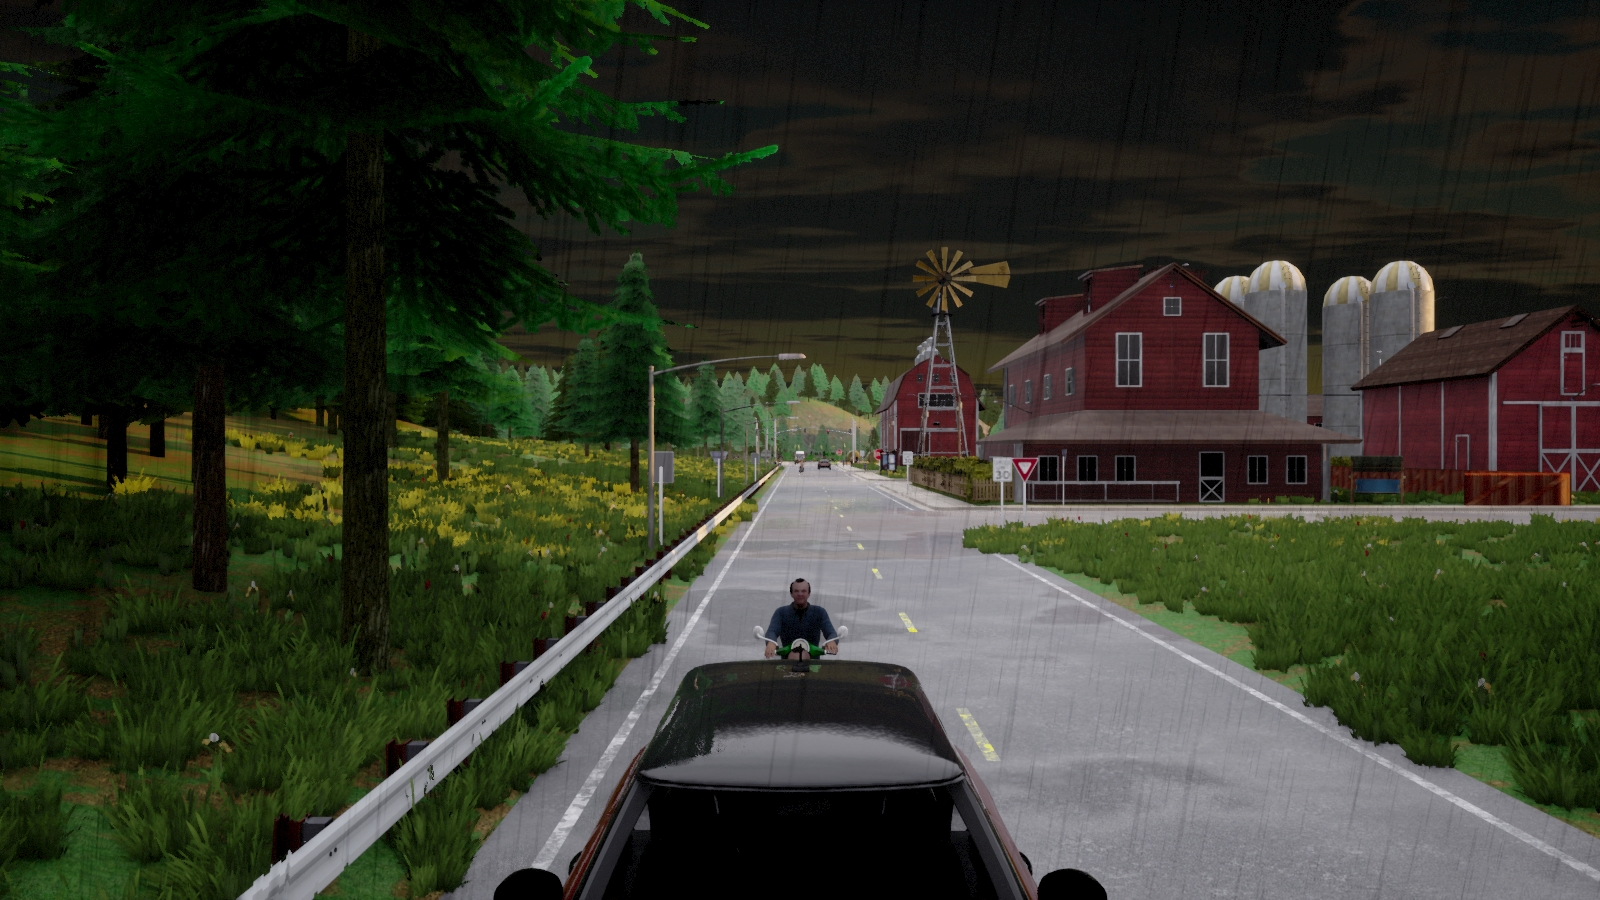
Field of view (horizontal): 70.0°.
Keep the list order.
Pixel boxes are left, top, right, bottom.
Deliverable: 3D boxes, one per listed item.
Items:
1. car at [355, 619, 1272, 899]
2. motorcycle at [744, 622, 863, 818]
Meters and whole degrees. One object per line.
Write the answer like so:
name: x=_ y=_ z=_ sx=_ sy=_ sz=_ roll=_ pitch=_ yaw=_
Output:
car: x=0.032 y=1.899 z=4.503 sx=2.097 sy=1.767 sz=4.553 roll=0 pitch=0 yaw=0
motorcycle: x=0.024 y=2.229 z=9.842 sx=0.867 sy=1.251 sz=2.209 roll=-2 pitch=-3 yaw=0
